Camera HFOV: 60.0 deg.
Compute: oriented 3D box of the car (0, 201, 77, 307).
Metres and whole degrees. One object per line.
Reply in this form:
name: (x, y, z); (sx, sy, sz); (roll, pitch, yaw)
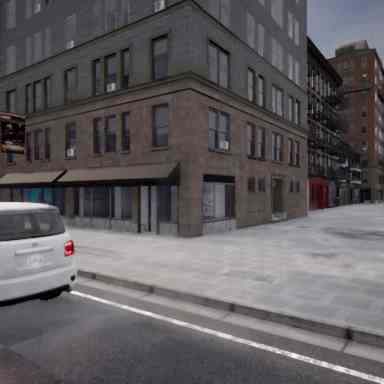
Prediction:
car: (-4.814, 1.221, 7.116); (5.566, 2.045, 2.150); (0, 0, 35)
